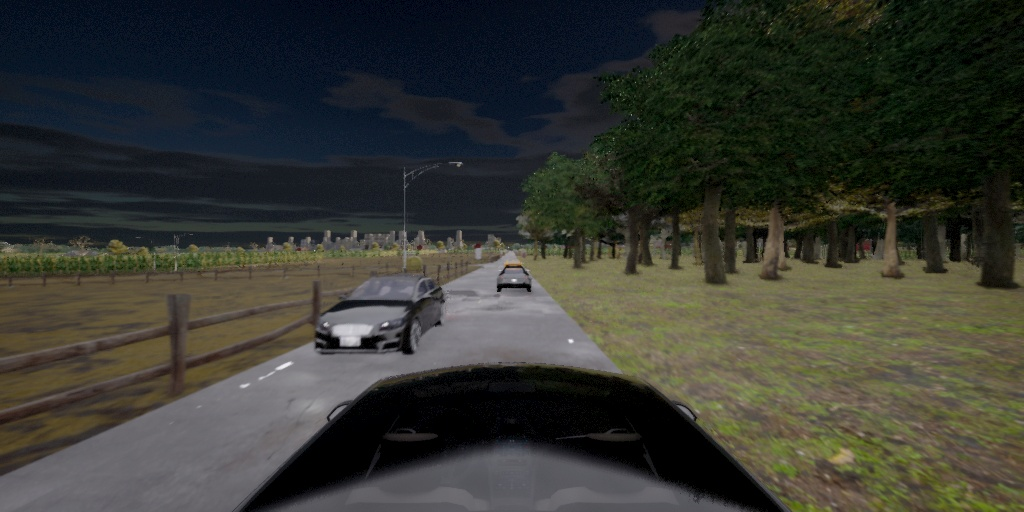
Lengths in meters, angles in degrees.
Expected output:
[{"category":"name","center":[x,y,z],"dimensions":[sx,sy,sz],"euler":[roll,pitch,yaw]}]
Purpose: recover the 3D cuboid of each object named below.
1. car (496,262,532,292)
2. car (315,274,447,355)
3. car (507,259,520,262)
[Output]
[{"category":"car","center":[0.119,1.274,21.297],"dimensions":[1.994,1.385,4.181],"euler":[0,0,0]},{"category":"car","center":[-2.843,1.233,8.765],"dimensions":[2.128,1.511,4.902],"euler":[0,0,0]},{"category":"car","center":[0.136,1.108,38.750],"dimensions":[1.882,1.535,5.008],"euler":[0,0,0]}]
